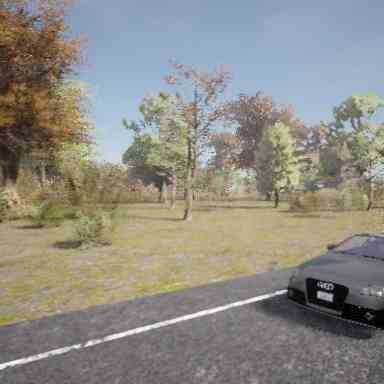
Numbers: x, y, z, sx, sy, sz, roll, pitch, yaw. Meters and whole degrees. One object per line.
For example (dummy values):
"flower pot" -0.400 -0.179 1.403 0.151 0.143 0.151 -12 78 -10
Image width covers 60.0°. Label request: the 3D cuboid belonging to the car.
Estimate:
"car" 3.854 1.564 6.740 4.181 1.385 1.994 0 0 -36
